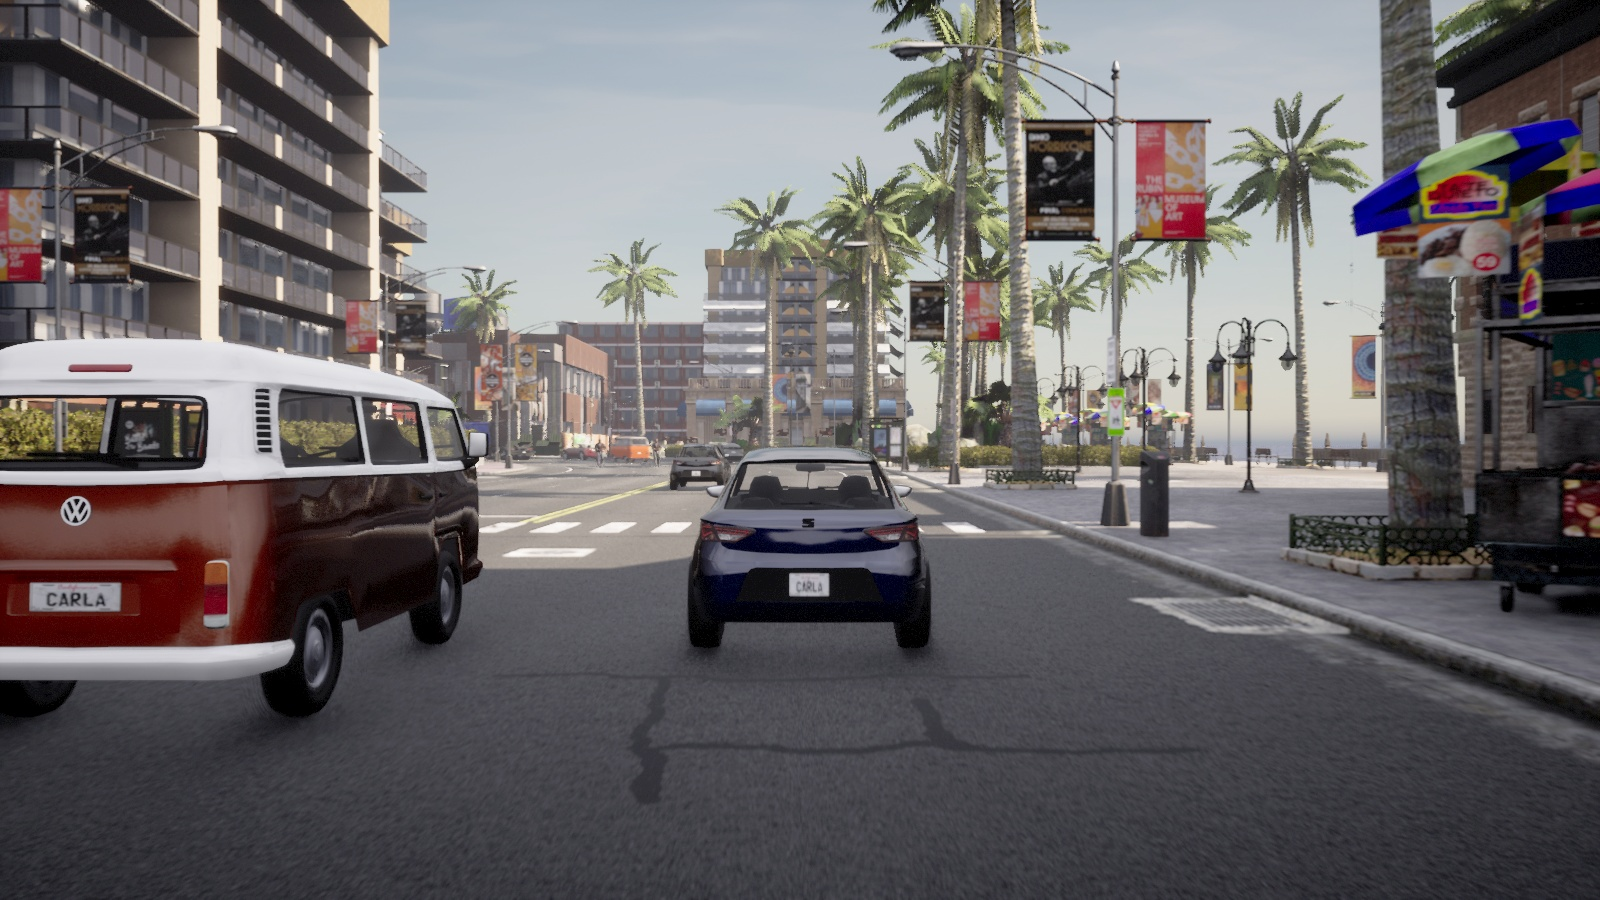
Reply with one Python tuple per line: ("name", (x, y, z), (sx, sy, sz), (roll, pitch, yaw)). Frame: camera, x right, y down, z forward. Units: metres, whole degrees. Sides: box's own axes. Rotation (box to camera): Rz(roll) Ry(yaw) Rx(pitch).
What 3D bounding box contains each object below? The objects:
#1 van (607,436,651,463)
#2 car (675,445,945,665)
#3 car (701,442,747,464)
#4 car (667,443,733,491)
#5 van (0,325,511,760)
("van", (-13.116, -0.053, 96.109), (1.775, 1.987, 4.442), (0, 0, -29))
("car", (0.076, 0.701, 10.554), (1.816, 1.474, 4.193), (0, 0, 0))
("car", (-5.382, 0.191, 88.296), (2.007, 1.525, 4.514), (0, 0, -21))
("car", (-3.248, 0.523, 41.525), (1.816, 1.474, 4.193), (0, 0, 0))
("van", (-3.438, 0.421, 8.137), (2.069, 2.038, 4.480), (0, 0, 0))
